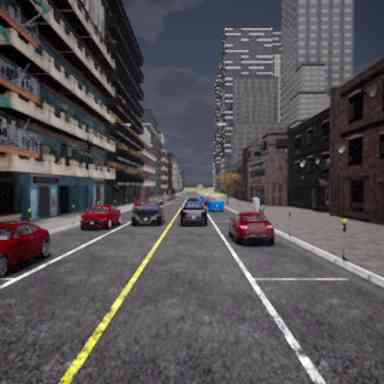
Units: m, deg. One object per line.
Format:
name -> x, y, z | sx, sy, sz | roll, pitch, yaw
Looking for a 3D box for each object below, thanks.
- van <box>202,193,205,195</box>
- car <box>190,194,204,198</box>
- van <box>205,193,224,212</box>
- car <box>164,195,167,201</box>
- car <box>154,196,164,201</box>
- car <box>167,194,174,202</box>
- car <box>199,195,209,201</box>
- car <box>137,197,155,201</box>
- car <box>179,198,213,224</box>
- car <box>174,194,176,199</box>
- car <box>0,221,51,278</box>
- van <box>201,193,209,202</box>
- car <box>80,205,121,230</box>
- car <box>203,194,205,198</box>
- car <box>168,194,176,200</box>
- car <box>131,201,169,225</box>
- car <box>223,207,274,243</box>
van -> 2.725, 1.236, 60.229 | 1.690, 1.788, 3.998 | -1, 0, 0
car -> 0.136, 1.409, 42.005 | 1.882, 1.535, 5.008 | 0, 0, 0
van -> 2.706, 1.281, 37.908 | 1.690, 1.788, 3.998 | -1, 0, 0
car -> -5.658, 1.347, 54.613 | 1.967, 1.590, 4.097 | -1, 0, 0
car -> -5.662, 1.470, 49.034 | 2.008, 1.369, 4.403 | -1, 0, 0
car -> -5.642, 1.419, 71.354 | 2.008, 1.369, 4.403 | -1, 0, 0
car -> 2.743, 1.420, 76.970 | 1.947, 1.339, 4.313 | -1, 0, 0
car -> -5.670, 1.521, 37.872 | 1.802, 1.307, 4.206 | -1, 0, 0
car -> 0.122, 1.456, 24.216 | 2.128, 1.511, 4.902 | 0, 0, 0
car -> -5.633, 1.384, 82.516 | 1.887, 1.381, 4.507 | -1, 0, 0
car -> -5.694, 1.568, 9.970 | 1.802, 1.307, 4.206 | -1, 0, 0
van -> 2.734, 1.209, 71.389 | 1.690, 1.788, 3.998 | -1, 0, 0
car -> -5.685, 1.513, 21.130 | 1.887, 1.381, 4.507 | -1, 0, 0
car -> 2.719, 1.464, 49.069 | 1.887, 1.381, 4.507 | -1, 0, 0
car -> -5.623, 1.375, 93.678 | 1.947, 1.339, 4.313 | -1, 0, 0
car -> -2.981, 1.540, 23.294 | 1.994, 1.385, 4.181 | 0, 0, 0
car -> 2.691, 1.560, 15.588 | 1.802, 1.307, 4.206 | -1, 0, 0
